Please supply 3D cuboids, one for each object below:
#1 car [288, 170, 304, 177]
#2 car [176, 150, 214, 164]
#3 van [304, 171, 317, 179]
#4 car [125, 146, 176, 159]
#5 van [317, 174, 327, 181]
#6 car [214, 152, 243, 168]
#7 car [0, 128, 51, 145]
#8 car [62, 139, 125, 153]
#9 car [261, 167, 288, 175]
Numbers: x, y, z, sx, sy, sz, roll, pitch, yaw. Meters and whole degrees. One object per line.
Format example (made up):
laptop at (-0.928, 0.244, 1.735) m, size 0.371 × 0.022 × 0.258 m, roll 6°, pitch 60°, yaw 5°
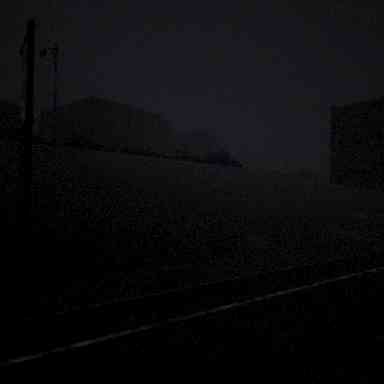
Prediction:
car at (14.909, -2.472, 51.118) m, size 2.002 × 1.452 × 4.674 m, roll 1°, pitch -2°, yaw 41°
car at (-0.290, -3.431, 34.975) m, size 4.553 × 1.767 × 2.185 m, roll 2°, pitch -1°, yaw -44°
van at (18.612, -2.480, 55.422) m, size 1.878 × 1.987 × 4.442 m, roll 1°, pitch -2°, yaw 41°
car at (-4.360, -3.452, 31.075) m, size 4.892 × 1.521 × 2.231 m, roll 2°, pitch -1°, yaw -42°
van at (22.111, -2.207, 59.707) m, size 1.878 × 1.987 × 4.442 m, roll 1°, pitch -2°, yaw 39°
car at (3.691, -3.389, 38.930) m, size 5.566 × 2.045 × 2.435 m, roll 2°, pitch -1°, yaw -45°
car at (-12.506, -3.673, 23.774) m, size 4.792 × 1.488 × 2.163 m, roll 2°, pitch -1°, yaw -40°
car at (-8.358, -3.537, 27.413) m, size 4.674 × 1.452 × 2.002 m, roll 2°, pitch -1°, yaw -41°
car at (11.237, -2.703, 46.973) m, size 2.002 × 1.452 × 4.674 m, roll 1°, pitch -2°, yaw 43°
